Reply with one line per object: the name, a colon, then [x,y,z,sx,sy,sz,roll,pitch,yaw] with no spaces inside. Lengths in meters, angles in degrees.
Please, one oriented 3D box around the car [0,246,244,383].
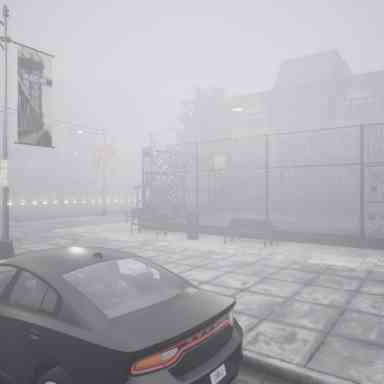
car: [-1.785,1.480,4.405,5.008,1.535,2.097,0,0,35]
